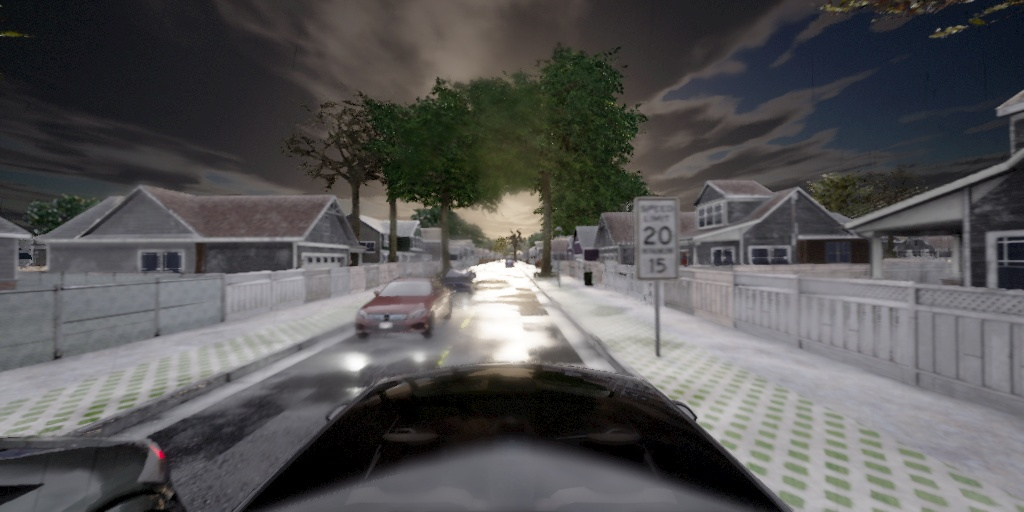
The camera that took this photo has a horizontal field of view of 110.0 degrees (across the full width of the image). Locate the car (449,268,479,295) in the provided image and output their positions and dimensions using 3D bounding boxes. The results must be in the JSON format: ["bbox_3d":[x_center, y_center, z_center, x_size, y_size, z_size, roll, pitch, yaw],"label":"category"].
[{"bbox_3d":[-2.963,1.422,20.944,2.033,1.411,5.357,0,0,0],"label":"car"}]

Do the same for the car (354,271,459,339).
[{"bbox_3d":[-2.897,1.345,10.546,1.812,1.442,4.674,0,0,0],"label":"car"}]

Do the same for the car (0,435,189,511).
[{"bbox_3d":[-2.826,1.330,0.279,1.994,1.385,4.181,0,0,0],"label":"car"}]
